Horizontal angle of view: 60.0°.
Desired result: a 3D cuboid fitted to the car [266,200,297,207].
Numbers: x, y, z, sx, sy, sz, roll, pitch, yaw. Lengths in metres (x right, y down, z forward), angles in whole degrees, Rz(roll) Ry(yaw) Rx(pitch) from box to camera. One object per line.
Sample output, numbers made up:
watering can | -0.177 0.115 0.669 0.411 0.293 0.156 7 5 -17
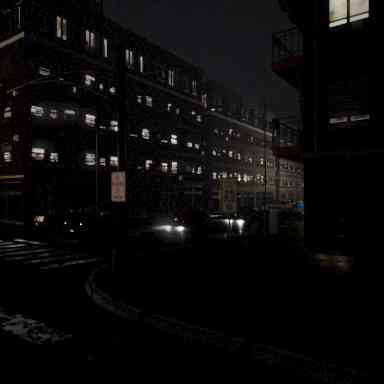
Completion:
car | 11.739 2.050 44.680 2.150 2.045 5.566 0 -1 35

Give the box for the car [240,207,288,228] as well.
car | 5.739 2.048 26.146 1.802 1.307 4.206 -2 -2 35

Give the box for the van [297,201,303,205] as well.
van | 18.399 2.464 58.836 1.690 1.788 3.998 -1 -2 35

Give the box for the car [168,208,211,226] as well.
car | -0.150 2.013 27.759 1.994 1.385 4.181 0 -1 34

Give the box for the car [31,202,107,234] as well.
car | -7.651 1.604 21.569 2.192 1.841 5.009 -1 -2 35

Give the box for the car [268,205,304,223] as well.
car | 8.995 2.121 30.807 2.008 1.369 4.403 -2 -2 35

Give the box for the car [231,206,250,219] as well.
car | 5.563 2.196 35.935 1.994 1.385 4.181 0 -1 34

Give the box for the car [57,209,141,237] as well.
car | -5.390 1.884 20.286 1.895 1.301 4.718 0 -1 36
